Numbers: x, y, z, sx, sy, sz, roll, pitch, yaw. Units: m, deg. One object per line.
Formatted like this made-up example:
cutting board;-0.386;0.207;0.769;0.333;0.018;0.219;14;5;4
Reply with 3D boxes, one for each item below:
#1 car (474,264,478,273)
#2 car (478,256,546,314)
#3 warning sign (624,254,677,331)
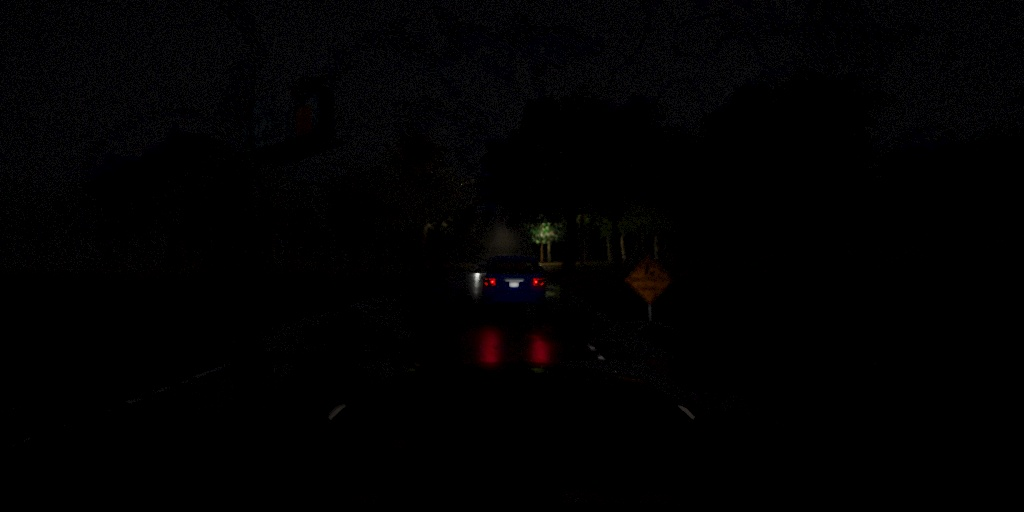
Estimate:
car;-3.576;1.374;45.494;1.812;1.442;4.674;0;0;0
car;0.085;1.006;14.133;2.150;2.045;5.566;0;0;0
warning sign;3.553;0.885;9.224;1.300;1.860;1.060;0;0;0
